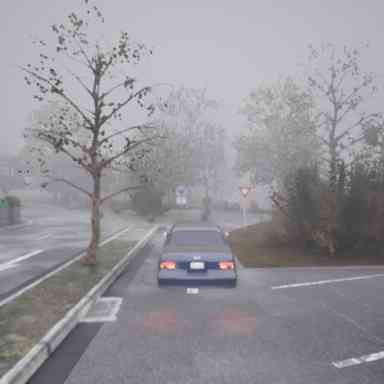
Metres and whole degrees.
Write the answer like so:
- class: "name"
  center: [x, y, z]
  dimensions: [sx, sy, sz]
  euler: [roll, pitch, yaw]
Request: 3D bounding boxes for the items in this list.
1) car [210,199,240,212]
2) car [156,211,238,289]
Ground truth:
- class: "car"
  center: [3.776, 1.525, 38.102]
  dimensions: [1.812, 1.442, 4.674]
  euler: [1, -1, -22]
- class: "car"
  center: [0.109, 1.505, 9.192]
  dimensions: [2.033, 1.411, 5.357]
  euler: [0, 0, 0]
